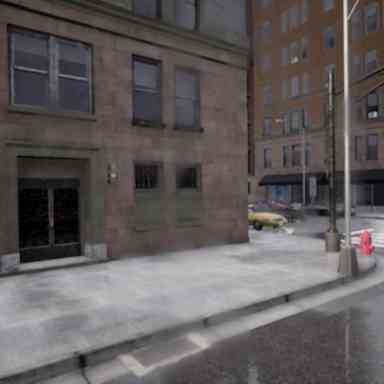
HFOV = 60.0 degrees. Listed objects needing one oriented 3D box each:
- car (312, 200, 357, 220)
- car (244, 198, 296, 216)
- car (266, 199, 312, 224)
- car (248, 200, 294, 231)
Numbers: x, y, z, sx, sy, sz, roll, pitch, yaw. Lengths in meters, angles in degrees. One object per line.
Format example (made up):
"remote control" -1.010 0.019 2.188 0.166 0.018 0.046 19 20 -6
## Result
"car" 9.781 1.254 24.408 1.947 1.339 4.313 -1 1 -35
"car" 6.643 1.274 28.819 1.802 1.307 4.206 -1 1 -35
"car" 4.810 1.337 21.939 2.033 1.411 5.357 -1 1 -35
"car" 3.337 1.361 19.624 1.752 1.417 4.829 -1 1 -35
